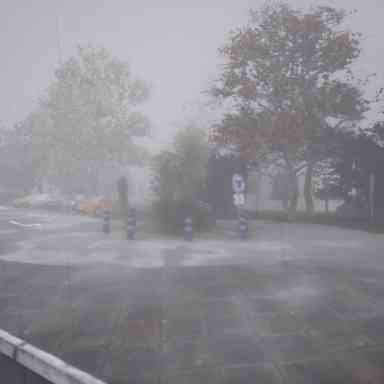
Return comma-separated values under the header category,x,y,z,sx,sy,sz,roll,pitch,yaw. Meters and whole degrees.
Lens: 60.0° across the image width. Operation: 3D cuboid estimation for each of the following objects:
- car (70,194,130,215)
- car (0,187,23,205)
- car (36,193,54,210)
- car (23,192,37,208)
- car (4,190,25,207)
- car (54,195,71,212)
category,x,y,z,sx,sy,sz,roll,pitch,yaw
car,-7.756,1.159,29.492,2.097,1.535,5.008,2,1,36
car,-21.073,0.441,39.205,2.435,2.045,5.566,2,1,36
car,-12.152,1.036,32.655,2.163,1.488,4.792,2,1,36
car,-14.377,0.968,34.304,2.002,1.452,4.674,2,1,36
car,-16.724,0.846,35.783,1.946,1.575,5.366,2,1,36
car,-9.973,0.955,31.148,2.185,1.767,4.553,2,1,36
